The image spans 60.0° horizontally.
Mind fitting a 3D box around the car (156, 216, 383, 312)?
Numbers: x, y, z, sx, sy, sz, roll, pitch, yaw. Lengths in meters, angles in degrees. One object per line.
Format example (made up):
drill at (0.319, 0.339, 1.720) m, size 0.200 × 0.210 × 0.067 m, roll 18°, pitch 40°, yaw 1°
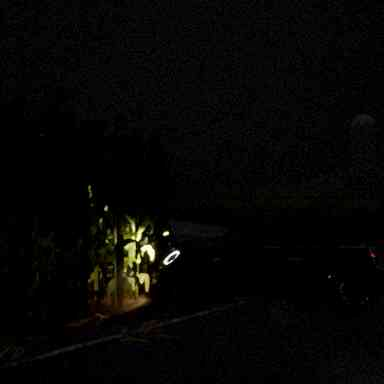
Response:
car at (1.535, 1.343, 7.372) m, size 4.553 × 1.767 × 2.097 m, roll 0°, pitch 0°, yaw 7°
